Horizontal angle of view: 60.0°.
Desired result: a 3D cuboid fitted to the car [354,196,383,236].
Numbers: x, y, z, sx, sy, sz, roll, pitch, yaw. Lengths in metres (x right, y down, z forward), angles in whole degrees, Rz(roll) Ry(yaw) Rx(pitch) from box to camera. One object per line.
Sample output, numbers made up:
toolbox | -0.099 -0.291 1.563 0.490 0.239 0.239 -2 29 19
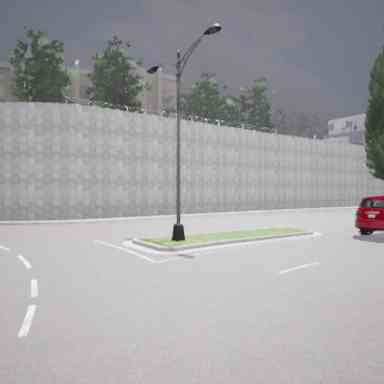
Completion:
car | 10.596 1.208 16.889 5.566 2.045 2.150 0 0 -33
